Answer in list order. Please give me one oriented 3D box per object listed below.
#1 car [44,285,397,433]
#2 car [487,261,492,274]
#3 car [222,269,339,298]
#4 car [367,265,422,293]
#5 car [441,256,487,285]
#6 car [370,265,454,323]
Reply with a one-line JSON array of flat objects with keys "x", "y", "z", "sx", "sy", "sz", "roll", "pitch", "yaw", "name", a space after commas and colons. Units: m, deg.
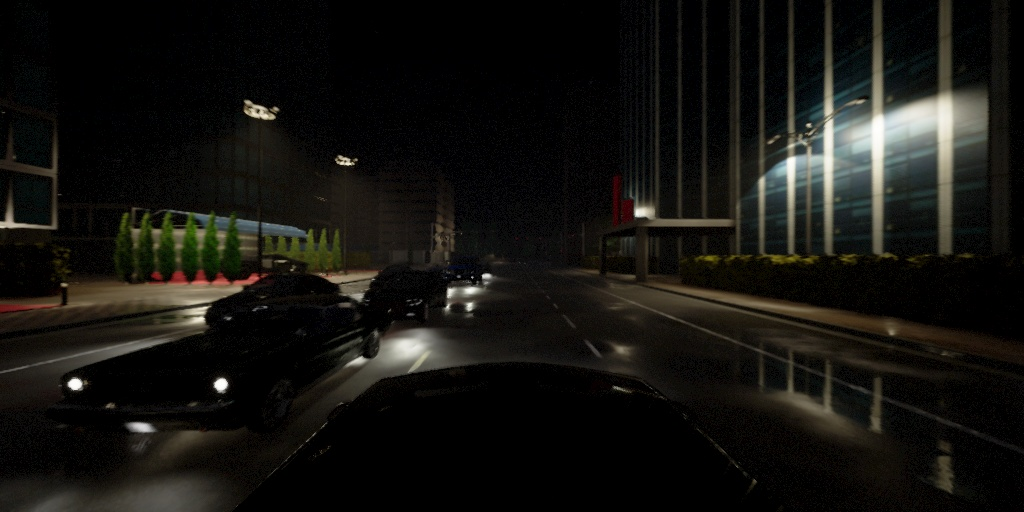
[{"x": -3.591, "y": 1.355, "z": 5.680, "sx": 1.895, "sy": 1.301, "sz": 4.718, "roll": 0, "pitch": 0, "yaw": 0, "name": "car"}, {"x": -3.426, "y": 1.319, "z": 42.954, "sx": 2.128, "sy": 1.511, "sz": 4.902, "roll": 0, "pitch": 0, "yaw": 0, "name": "car"}, {"x": -7.071, "y": 1.286, "z": 11.263, "sx": 1.812, "sy": 1.442, "sz": 4.674, "roll": 0, "pitch": 0, "yaw": 0, "name": "car"}, {"x": -7.029, "y": 1.307, "z": 22.006, "sx": 1.812, "sy": 1.442, "sz": 4.674, "roll": 0, "pitch": 0, "yaw": 1, "name": "car"}, {"x": -3.497, "y": 1.011, "z": 27.181, "sx": 2.150, "sy": 2.045, "sz": 5.566, "roll": 0, "pitch": 1, "yaw": 3, "name": "car"}, {"x": -3.485, "y": 1.245, "z": 12.444, "sx": 1.882, "sy": 1.535, "sz": 5.008, "roll": 0, "pitch": 0, "yaw": 0, "name": "car"}]
